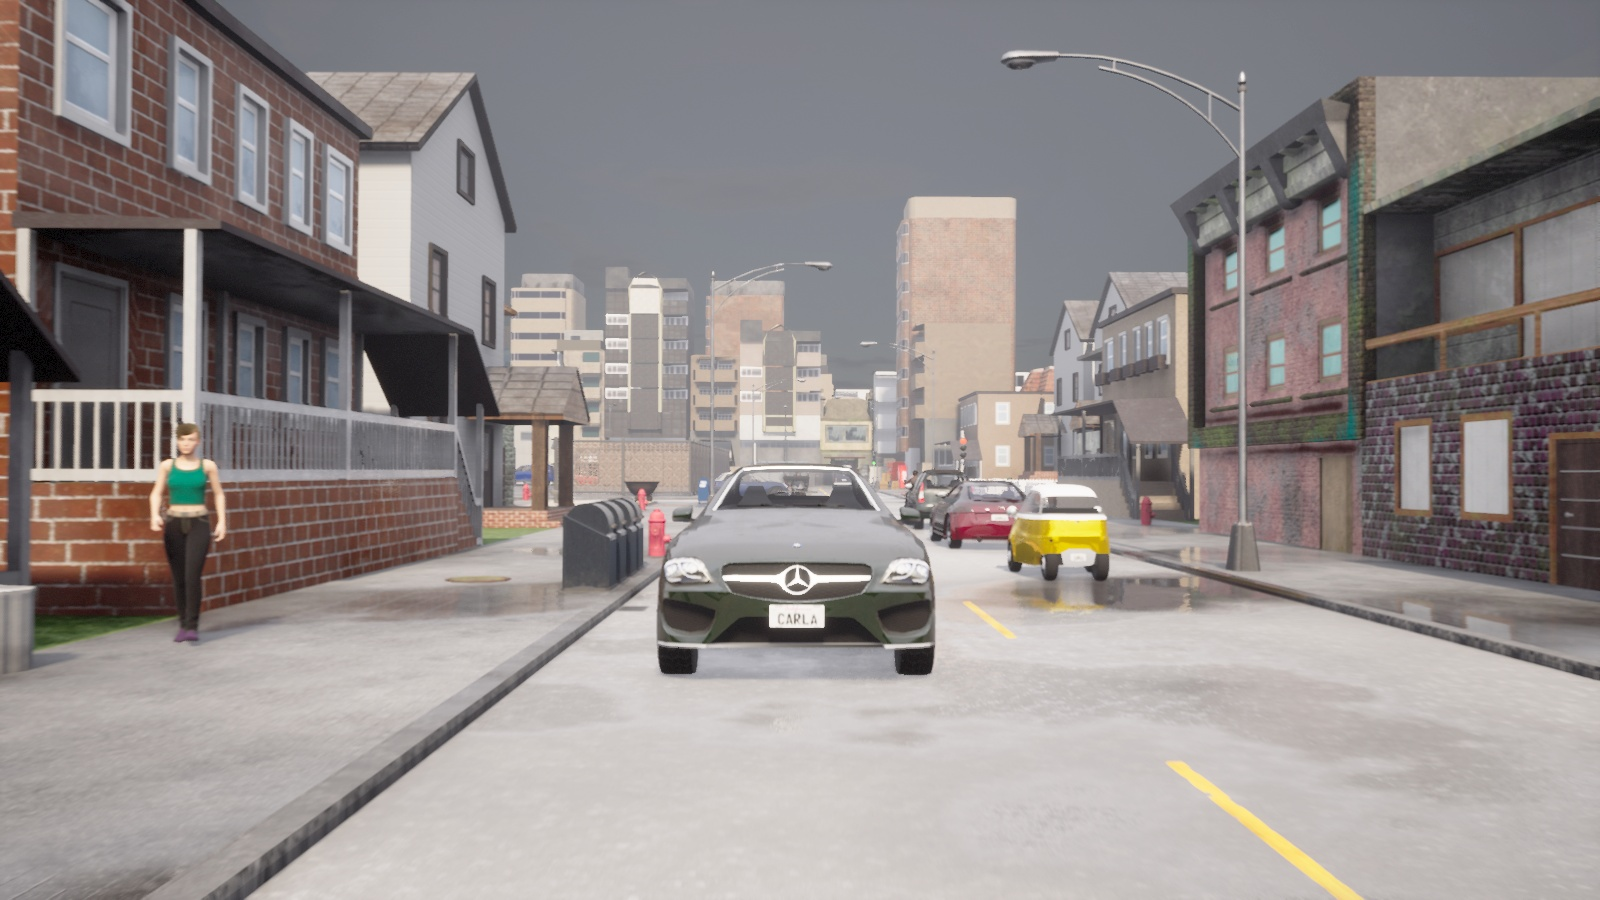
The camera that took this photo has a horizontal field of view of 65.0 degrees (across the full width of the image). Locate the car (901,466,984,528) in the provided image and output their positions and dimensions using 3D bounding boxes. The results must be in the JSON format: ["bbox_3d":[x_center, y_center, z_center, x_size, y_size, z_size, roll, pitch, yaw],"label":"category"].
[{"bbox_3d":[3.913,1.276,35.142,1.851,1.617,3.988,0,-1,0],"label":"car"}]

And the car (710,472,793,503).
[{"bbox_3d":[-2.371,1.795,61.000,3.806,1.475,1.970,0,-1,-11],"label":"car"}]

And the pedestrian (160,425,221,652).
[{"bbox_3d":[-5.081,0.717,10.481,0.345,1.836,0.594,0,-1,-15],"label":"pedestrian"}]

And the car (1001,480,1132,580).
[{"bbox_3d":[3.953,1.165,18.908,1.481,1.376,2.207,0,-1,0],"label":"car"}]

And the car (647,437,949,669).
[{"bbox_3d":[-0.030,0.783,11.506,2.152,1.651,5.027,0,-1,0],"label":"car"}]

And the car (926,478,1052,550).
[{"bbox_3d":[3.939,1.305,26.866,1.994,1.385,4.181,0,-1,-1],"label":"car"}]
